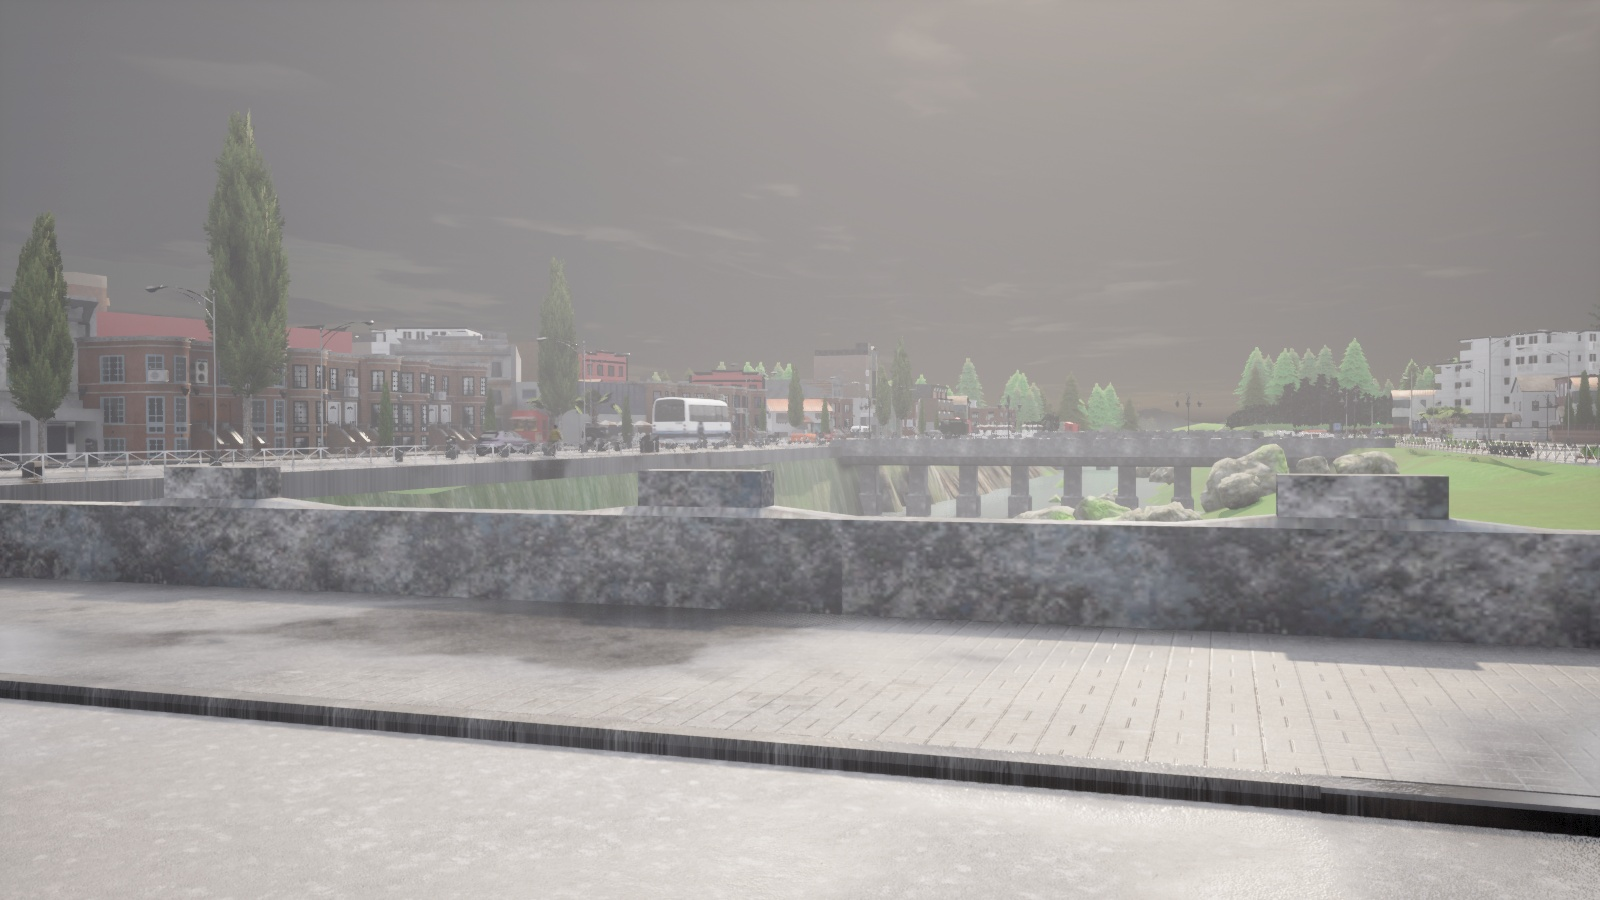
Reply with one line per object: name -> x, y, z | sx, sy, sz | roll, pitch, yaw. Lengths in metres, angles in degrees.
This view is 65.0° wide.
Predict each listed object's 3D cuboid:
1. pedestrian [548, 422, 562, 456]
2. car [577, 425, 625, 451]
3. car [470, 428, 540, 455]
pedestrian -> -13.231, -0.600, 67.861 | 0.431, 1.840, 0.709 | 0, 1, 17
car -> -14.423, -0.893, 91.242 | 1.905, 1.878, 3.866 | 1, 1, 19
car -> -18.504, -0.579, 79.098 | 2.033, 1.649, 4.856 | 1, 1, 19
